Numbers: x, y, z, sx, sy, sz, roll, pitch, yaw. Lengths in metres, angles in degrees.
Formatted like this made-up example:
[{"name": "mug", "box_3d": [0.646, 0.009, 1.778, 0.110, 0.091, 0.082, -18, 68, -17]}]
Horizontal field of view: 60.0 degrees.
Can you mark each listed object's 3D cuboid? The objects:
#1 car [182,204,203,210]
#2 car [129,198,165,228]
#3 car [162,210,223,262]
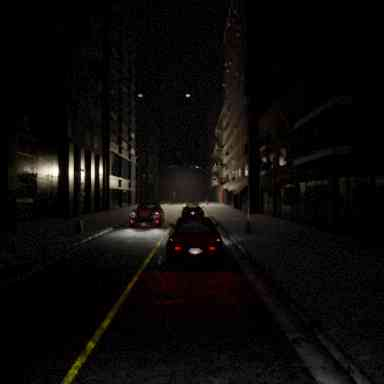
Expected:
[{"name": "car", "box_3d": [0.072, 1.768, 29.915, 1.994, 1.385, 4.181, 0, 0, 0]}, {"name": "car", "box_3d": [-3.106, 1.514, 23.742, 2.097, 1.767, 4.553, 0, 0, 0]}, {"name": "car", "box_3d": [0.092, 1.610, 12.295, 1.812, 1.442, 4.674, 0, 0, 0]}]
